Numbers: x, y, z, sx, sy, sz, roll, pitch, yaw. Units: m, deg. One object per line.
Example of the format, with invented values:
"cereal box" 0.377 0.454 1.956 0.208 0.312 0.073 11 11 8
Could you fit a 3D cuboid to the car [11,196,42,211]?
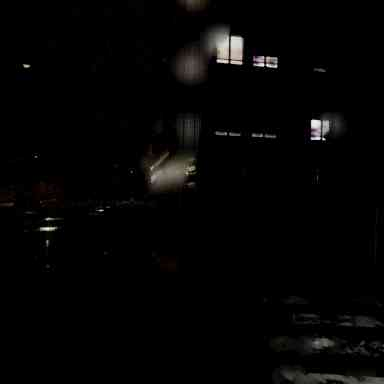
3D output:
"car" -18.900 1.257 38.149 2.097 1.767 4.553 1 0 -9
